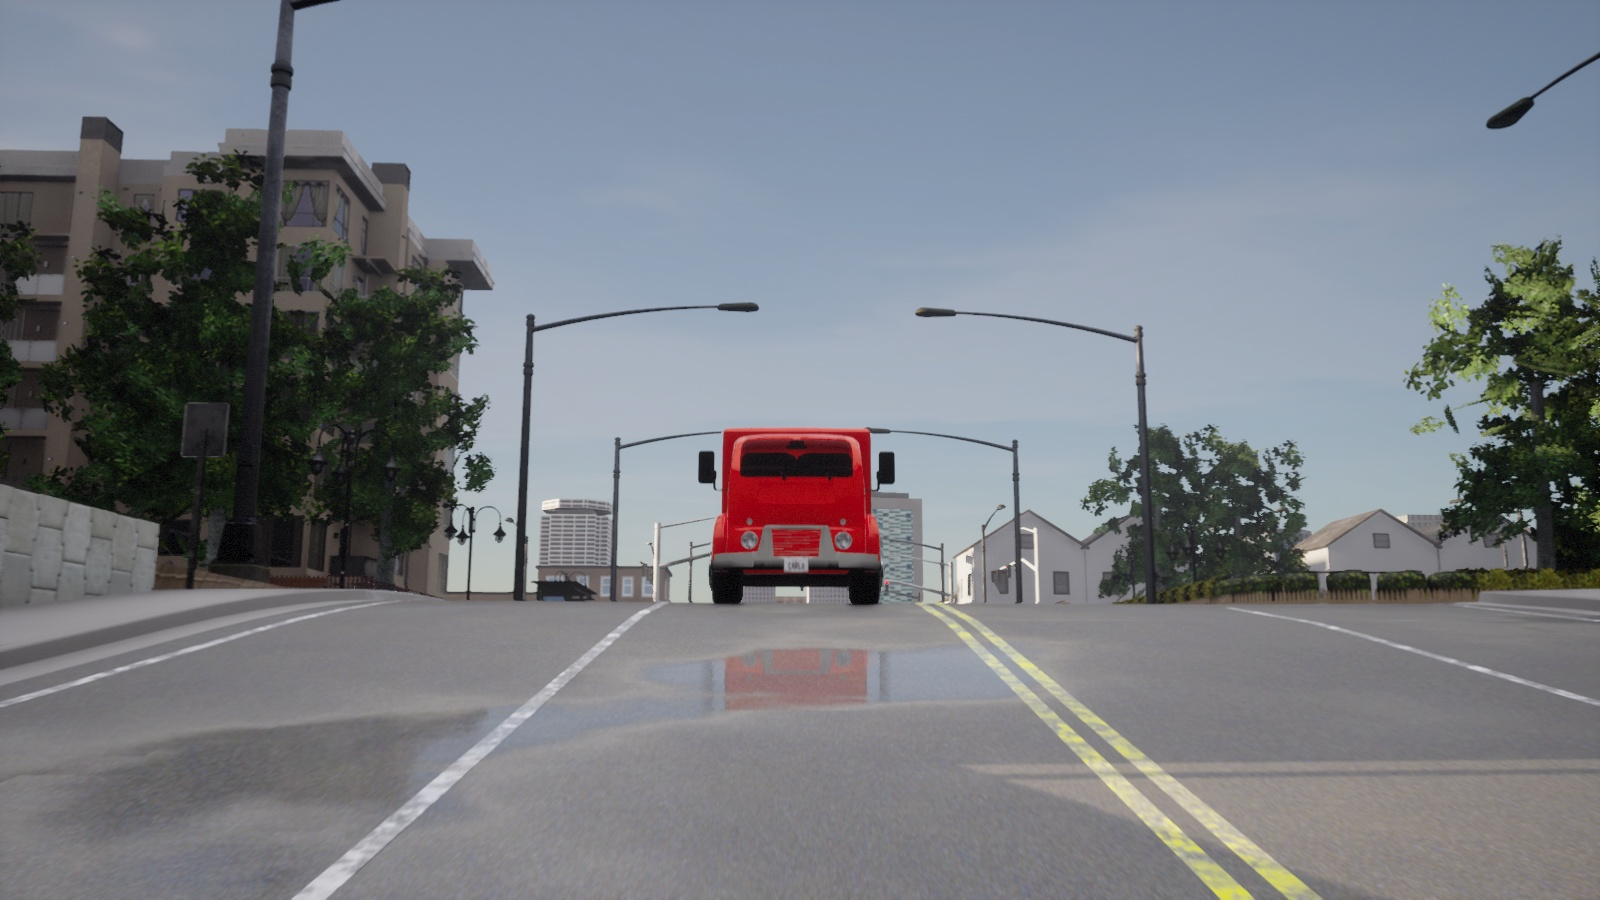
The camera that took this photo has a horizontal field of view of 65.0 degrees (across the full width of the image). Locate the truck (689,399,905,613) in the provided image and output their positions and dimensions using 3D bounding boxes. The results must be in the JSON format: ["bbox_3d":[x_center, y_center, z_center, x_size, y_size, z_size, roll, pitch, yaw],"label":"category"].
[{"bbox_3d":[-0.046,1.006,18.056,2.627,2.467,5.204,0,-9,0],"label":"truck"}]
